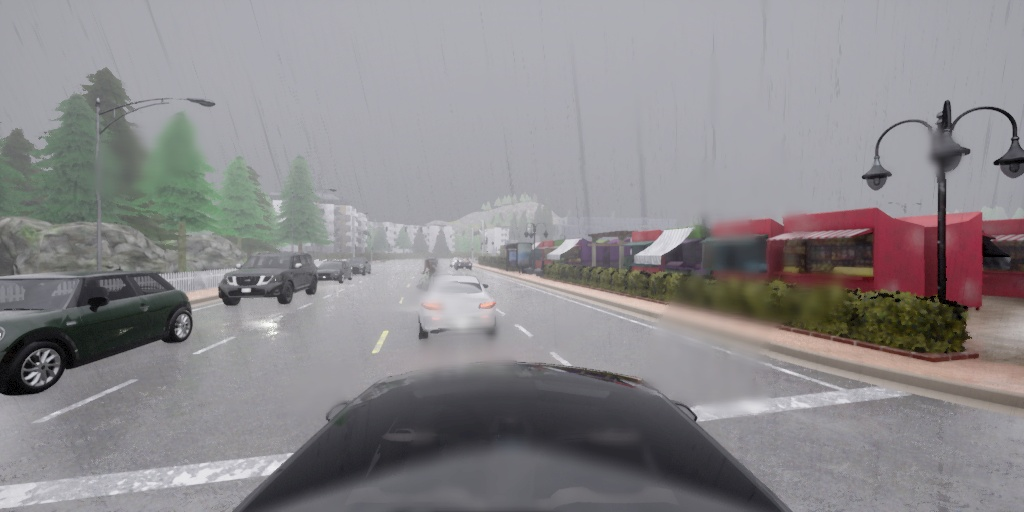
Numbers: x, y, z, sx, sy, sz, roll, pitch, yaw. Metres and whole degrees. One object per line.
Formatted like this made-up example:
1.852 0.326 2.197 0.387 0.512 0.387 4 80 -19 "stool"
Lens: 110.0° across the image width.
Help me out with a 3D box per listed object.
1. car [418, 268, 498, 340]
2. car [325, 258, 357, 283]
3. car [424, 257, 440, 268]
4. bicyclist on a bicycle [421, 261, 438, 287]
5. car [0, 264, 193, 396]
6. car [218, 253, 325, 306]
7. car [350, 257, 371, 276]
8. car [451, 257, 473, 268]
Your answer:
-1.560 1.224 9.848 1.812 1.442 4.674 0 0 -13 "car"
-12.594 1.087 25.339 1.837 1.490 4.892 0 0 -13 "car"
-11.309 0.898 50.810 1.837 1.490 4.892 0 0 -13 "car"
-4.483 1.078 19.671 0.582 1.620 1.656 0 1 24 "bicyclist on a bicycle"
-8.070 1.076 6.292 2.097 1.767 4.553 0 0 -13 "car"
-10.298 0.875 15.718 2.150 2.045 5.566 0 0 -13 "car"
-14.487 0.874 33.320 2.097 1.767 4.553 0 0 -13 "car"
-6.014 1.047 43.798 1.895 1.301 4.718 0 0 -13 "car"
